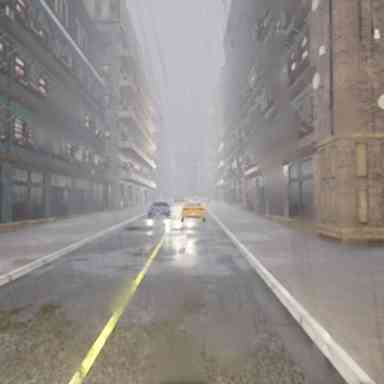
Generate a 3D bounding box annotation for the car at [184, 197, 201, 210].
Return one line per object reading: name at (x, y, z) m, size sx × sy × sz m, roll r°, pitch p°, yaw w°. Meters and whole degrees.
car at (0.080, 1.531, 45.188) m, size 2.128 × 1.511 × 4.902 m, roll 0°, pitch 0°, yaw 0°

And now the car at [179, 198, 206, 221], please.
car at (0.101, 1.496, 27.499) m, size 1.882 × 1.535 × 5.008 m, roll 0°, pitch 0°, yaw 0°

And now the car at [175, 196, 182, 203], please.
car at (-2.743, 1.629, 71.220) m, size 1.994 × 1.385 × 4.181 m, roll 0°, pitch 0°, yaw 0°

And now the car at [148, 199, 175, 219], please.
car at (-2.834, 1.546, 29.851) m, size 1.812 × 1.442 × 4.674 m, roll 0°, pitch 0°, yaw 0°
